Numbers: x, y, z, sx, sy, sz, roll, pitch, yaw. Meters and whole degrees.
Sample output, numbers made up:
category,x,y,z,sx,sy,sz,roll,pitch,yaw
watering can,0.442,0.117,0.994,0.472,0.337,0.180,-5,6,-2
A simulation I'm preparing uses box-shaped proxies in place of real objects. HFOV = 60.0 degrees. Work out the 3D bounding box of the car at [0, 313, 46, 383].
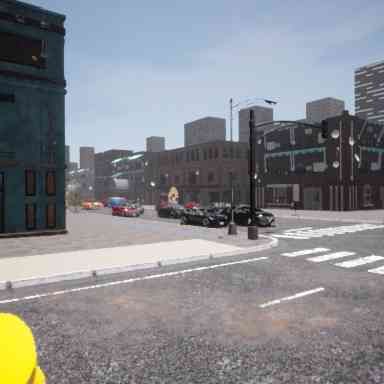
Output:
category,x,y,z,sx,sy,sz,roll,pitch,yaw
car,-3.295,1.478,1.331,5.008,1.535,1.882,0,0,-36

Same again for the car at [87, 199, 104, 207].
category,x,y,z,sx,sy,sz,roll,pitch,yaw
car,-19.663,2.227,67.936,1.887,1.381,4.507,-1,0,-36

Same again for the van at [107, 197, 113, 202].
category,x,y,z,sx,sy,sz,roll,pitch,yaw
van,-13.234,1.906,58.927,1.690,1.788,3.998,-1,0,-36

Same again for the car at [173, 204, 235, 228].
category,x,y,z,sx,sy,sz,roll,pitch,yaw
car,0.785,1.814,24.674,1.947,1.339,4.313,-2,0,-36

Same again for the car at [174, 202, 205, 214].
category,x,y,z,sx,sy,sz,roll,pitch,yaw
car,-0.362,1.903,40.910,1.802,1.307,4.206,-2,0,-36

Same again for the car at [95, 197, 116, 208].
category,x,y,z,sx,sy,sz,roll,pitch,yaw
car,-16.451,1.939,63.431,2.192,1.841,5.009,-1,0,-36

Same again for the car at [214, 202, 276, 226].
category,x,y,z,sx,sy,sz,roll,pitch,yaw
car,4.006,1.705,24.788,1.837,1.490,4.892,-1,0,-34

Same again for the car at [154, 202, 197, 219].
category,x,y,z,sx,sy,sz,roll,pitch,yaw
car,-1.770,1.879,32.950,1.994,1.385,4.181,-1,0,-35

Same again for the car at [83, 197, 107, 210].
category,x,y,z,sx,sy,sz,roll,pitch,yaw
car,-15.669,1.933,52.539,2.097,1.767,4.553,-1,0,-35

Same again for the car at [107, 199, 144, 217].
category,x,y,z,sx,sy,sz,roll,pitch,yaw
car,-7.183,1.846,36.037,1.967,1.590,4.097,-1,0,-36

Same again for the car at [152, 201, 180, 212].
category,x,y,z,sx,sy,sz,roll,pitch,yaw
car,-3.577,1.965,45.414,1.802,1.307,4.206,-2,0,-36
